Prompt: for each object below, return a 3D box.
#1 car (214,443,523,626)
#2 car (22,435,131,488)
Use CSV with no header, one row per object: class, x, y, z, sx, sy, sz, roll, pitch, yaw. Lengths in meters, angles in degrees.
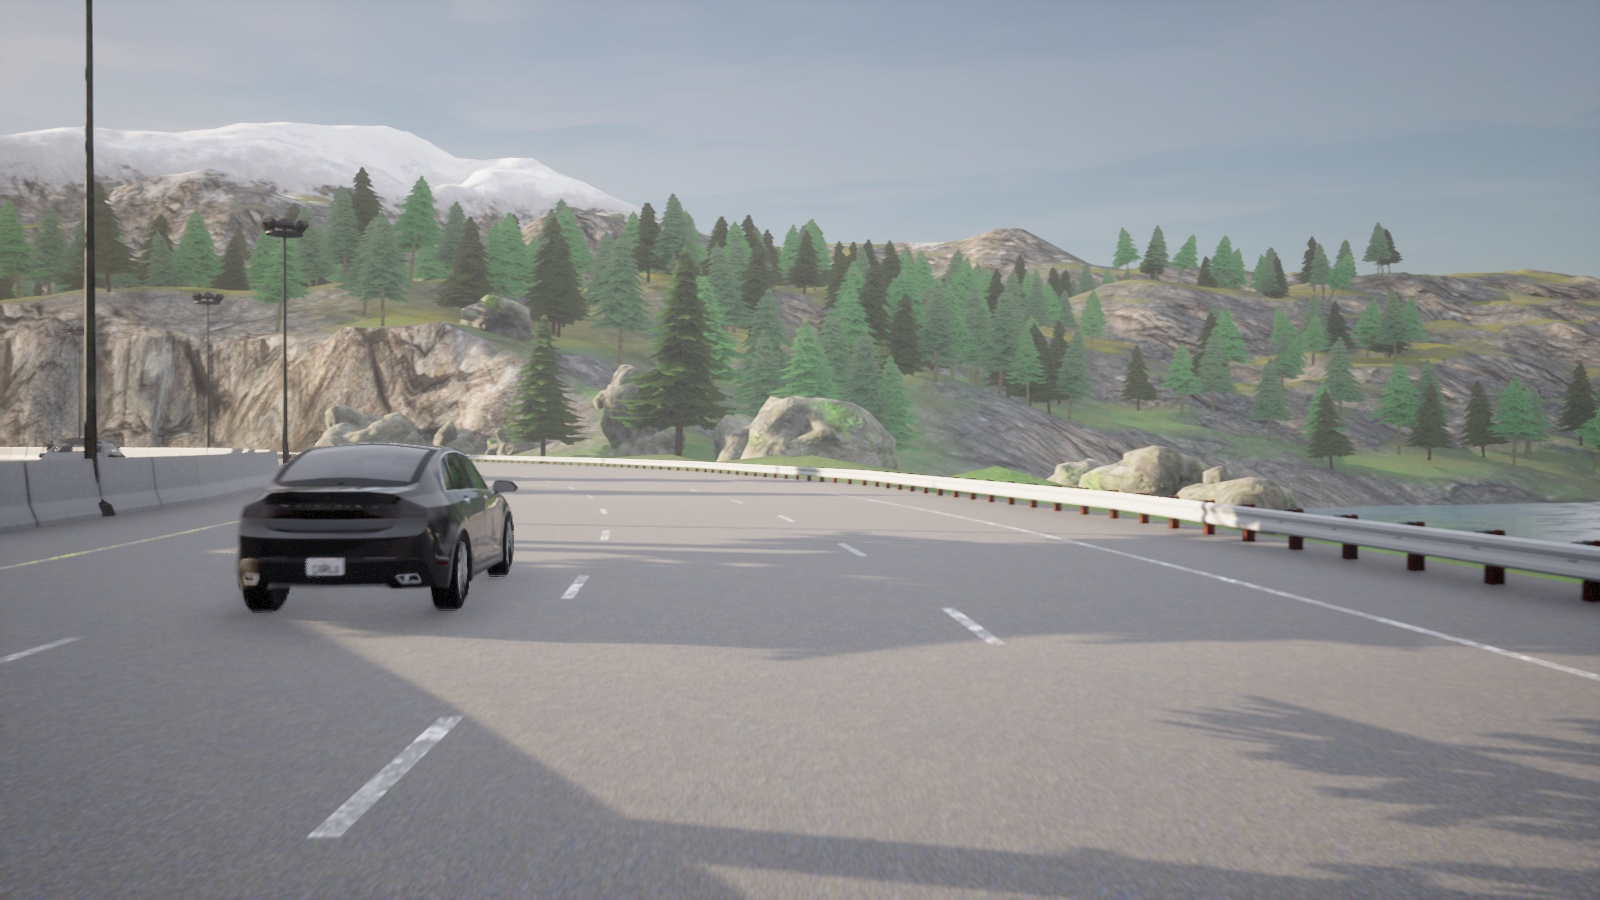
car,-4.072,0.678,12.755,1.837,1.490,4.892,0,0,-5
car,-24.105,0.344,42.032,2.242,1.667,4.611,0,0,-17
